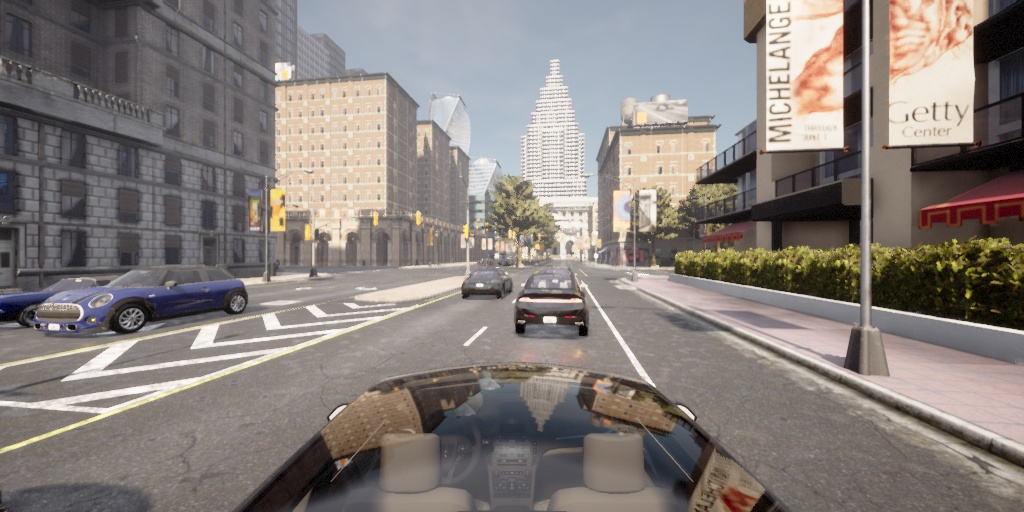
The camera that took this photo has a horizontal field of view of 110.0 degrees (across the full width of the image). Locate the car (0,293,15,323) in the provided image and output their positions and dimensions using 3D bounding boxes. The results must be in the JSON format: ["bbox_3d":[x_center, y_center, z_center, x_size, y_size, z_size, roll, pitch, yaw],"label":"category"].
[{"bbox_3d":[-13.974,1.349,11.706,1.895,1.301,4.718,0,0,9],"label":"car"}]

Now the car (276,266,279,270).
[{"bbox_3d":[-31.838,1.244,44.950,4.892,1.490,1.837,0,0,8],"label":"car"}]

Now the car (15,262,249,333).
[{"bbox_3d":[-10.573,1.100,10.755,2.097,1.767,4.553,0,0,9],"label":"car"}]

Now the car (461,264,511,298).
[{"bbox_3d":[-1.173,1.309,18.348,1.994,1.385,4.181,0,0,8],"label":"car"}]

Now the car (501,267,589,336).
[{"bbox_3d":[1.212,1.238,10.535,2.128,1.511,4.902,0,0,8],"label":"car"}]
